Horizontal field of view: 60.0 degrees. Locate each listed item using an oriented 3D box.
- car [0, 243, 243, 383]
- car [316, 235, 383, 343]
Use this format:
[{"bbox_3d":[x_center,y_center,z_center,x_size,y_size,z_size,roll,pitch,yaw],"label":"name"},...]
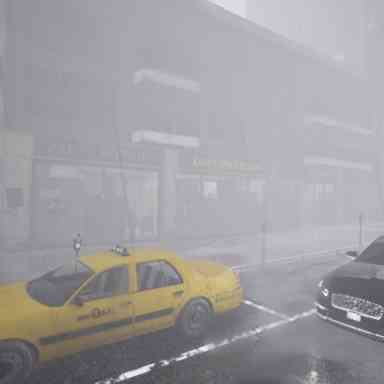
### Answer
[{"bbox_3d":[-1.364,1.526,5.099,4.829,1.417,1.752,0,2,-35],"label":"car"},{"bbox_3d":[4.264,1.509,6.108,4.892,1.490,1.837,0,0,-35],"label":"car"}]
